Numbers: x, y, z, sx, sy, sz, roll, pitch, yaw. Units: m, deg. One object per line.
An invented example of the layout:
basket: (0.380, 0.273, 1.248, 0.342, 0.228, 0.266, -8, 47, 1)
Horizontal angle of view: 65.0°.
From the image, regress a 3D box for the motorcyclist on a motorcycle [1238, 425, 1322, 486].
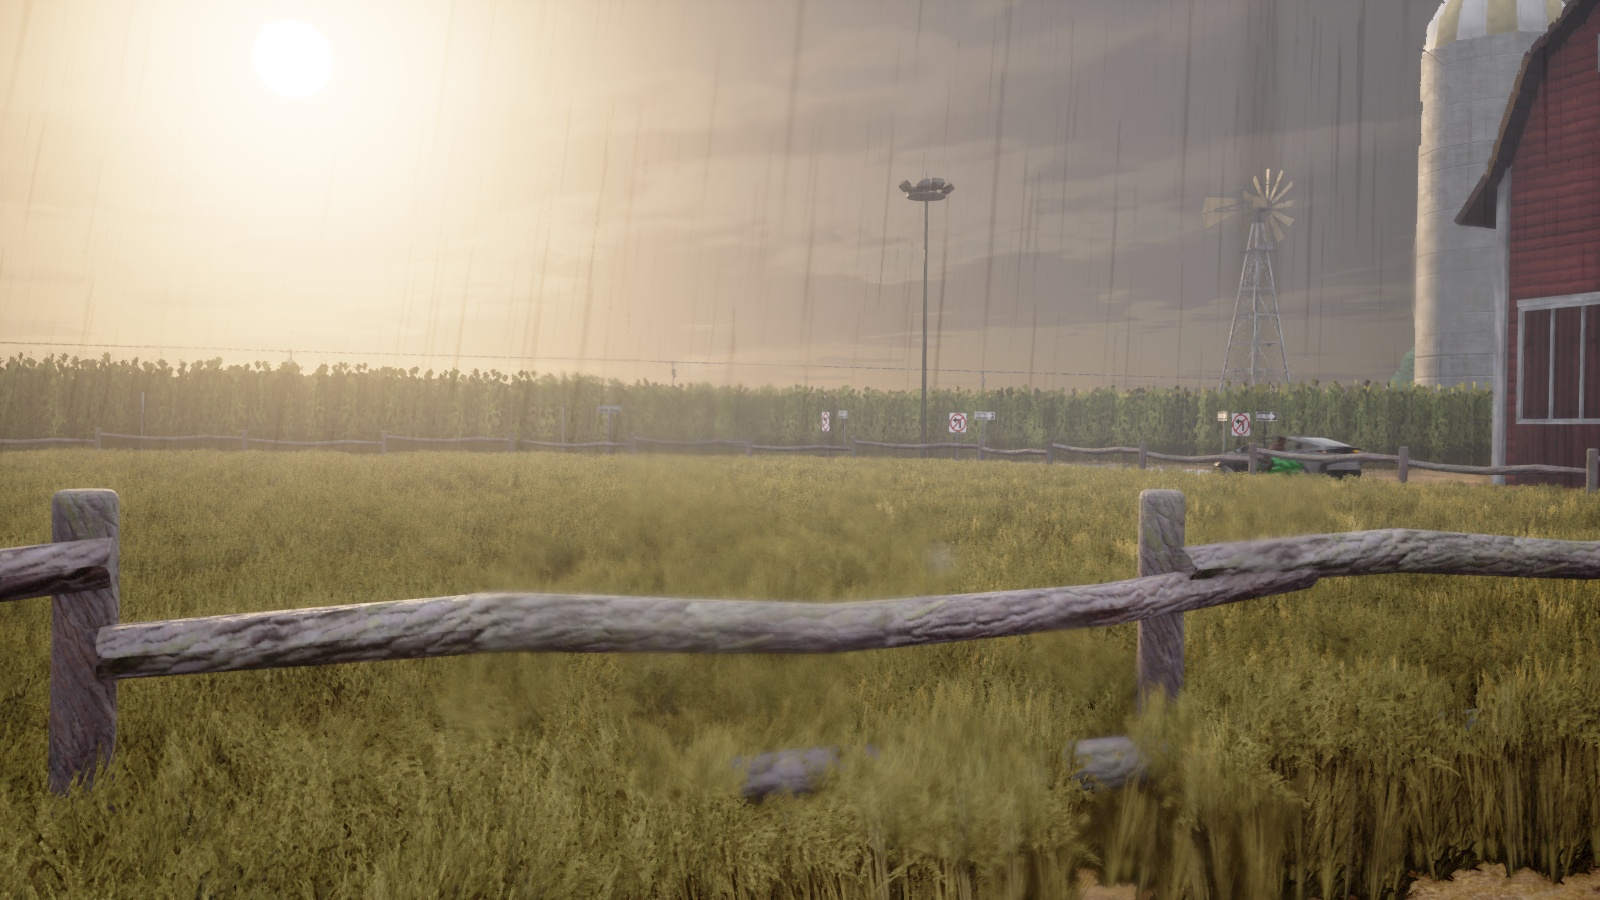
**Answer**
motorcyclist on a motorcycle: (12.297, 0.123, 32.224, 0.797, 1.523, 2.044, -1, 1, -24)

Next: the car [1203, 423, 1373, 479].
car: (14.131, -0.004, 36.640, 2.007, 1.525, 4.514, -1, 1, -24)
